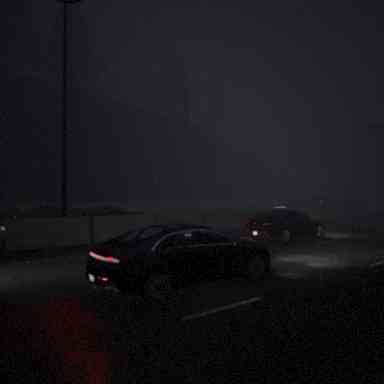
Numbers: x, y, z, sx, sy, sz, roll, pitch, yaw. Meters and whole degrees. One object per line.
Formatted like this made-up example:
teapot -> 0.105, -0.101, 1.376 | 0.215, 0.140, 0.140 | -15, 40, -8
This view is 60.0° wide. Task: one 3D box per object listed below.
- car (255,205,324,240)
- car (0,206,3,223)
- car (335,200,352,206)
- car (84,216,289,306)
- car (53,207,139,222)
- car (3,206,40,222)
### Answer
car -> 4.693, 1.595, 16.474 | 4.892, 1.490, 1.837 | 0, 0, -40
car -> -14.017, 1.678, 24.187 | 4.718, 1.301, 1.895 | 0, 0, -37
car -> 23.790, 1.851, 51.505 | 2.033, 1.411, 5.357 | 0, 0, 39
car -> -0.099, 1.530, 8.185 | 4.902, 1.511, 2.128 | 0, 0, -37
car -> -5.926, 1.634, 21.570 | 5.357, 1.411, 2.033 | 0, 0, -38
car -> -10.189, 1.645, 22.728 | 4.181, 1.385, 1.994 | 0, 0, -38
